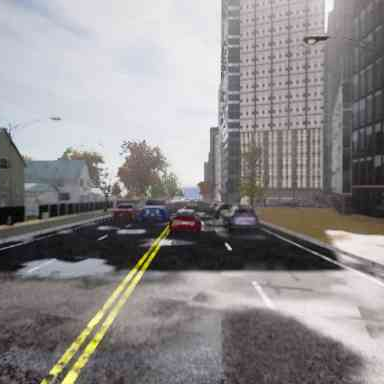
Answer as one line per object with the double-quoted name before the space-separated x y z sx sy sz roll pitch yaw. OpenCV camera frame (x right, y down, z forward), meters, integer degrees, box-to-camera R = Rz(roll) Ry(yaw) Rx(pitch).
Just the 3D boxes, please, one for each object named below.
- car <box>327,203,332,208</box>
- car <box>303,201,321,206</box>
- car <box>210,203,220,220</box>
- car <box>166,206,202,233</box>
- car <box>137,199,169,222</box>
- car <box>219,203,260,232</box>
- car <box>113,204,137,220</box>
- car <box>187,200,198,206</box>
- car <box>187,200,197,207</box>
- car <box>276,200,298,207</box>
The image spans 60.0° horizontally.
"car" 33.673 3.048 76.898 4.507 1.381 1.887 0 1 20
"car" 31.062 2.942 86.248 4.403 1.369 2.008 0 1 20
"car" 3.255 1.881 33.448 2.033 1.649 4.856 0 -1 0
"car" -0.368 1.856 21.891 1.994 1.385 4.181 0 -1 2
"car" -3.343 1.638 31.023 2.150 2.045 5.566 0 -1 0
"car" 3.254 1.730 22.445 2.033 1.649 4.856 0 -1 0
"car" -6.594 1.928 33.447 1.882 1.535 5.008 0 -1 0
"car" 0.079 2.452 61.559 1.895 1.301 4.718 0 -1 0
"car" 0.013 2.453 71.587 2.033 1.411 5.357 0 -1 0
"car" 23.027 2.785 80.796 5.009 1.841 2.192 0 1 20
